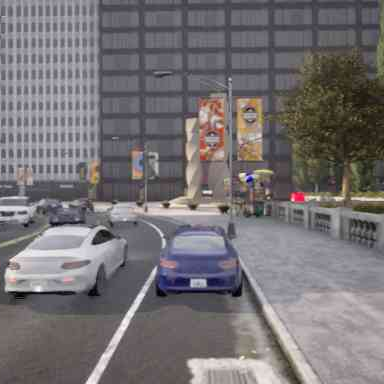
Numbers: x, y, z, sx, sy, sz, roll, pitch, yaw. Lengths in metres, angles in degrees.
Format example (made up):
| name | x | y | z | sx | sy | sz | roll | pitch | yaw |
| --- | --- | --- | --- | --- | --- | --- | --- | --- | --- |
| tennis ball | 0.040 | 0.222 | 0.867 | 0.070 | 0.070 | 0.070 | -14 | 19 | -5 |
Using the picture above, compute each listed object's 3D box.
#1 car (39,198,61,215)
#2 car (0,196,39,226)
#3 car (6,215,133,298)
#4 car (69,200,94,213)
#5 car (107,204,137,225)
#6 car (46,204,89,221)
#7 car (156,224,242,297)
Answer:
| name | x | y | z | sx | sy | sz | roll | pitch | yaw |
| --- | --- | --- | --- | --- | --- | --- | --- | --- | --- |
| car | -15.874 | 1.503 | 36.602 | 2.097 | 1.767 | 4.553 | 0 | 0 | -38 |
| car | -12.151 | 1.330 | 22.891 | 2.150 | 2.045 | 5.566 | 0 | 0 | -20 |
| car | -2.886 | 1.557 | 8.509 | 1.812 | 1.442 | 4.674 | 0 | 0 | -1 |
| car | -12.991 | 1.647 | 38.616 | 1.837 | 1.490 | 4.892 | 0 | 0 | -38 |
| car | -5.143 | 1.599 | 24.164 | 1.812 | 1.442 | 4.674 | 0 | 0 | -17 |
| car | -8.074 | 1.685 | 21.923 | 1.895 | 1.301 | 4.718 | 0 | 0 | -16 |
| car | 0.188 | 1.541 | 8.512 | 1.812 | 1.442 | 4.674 | 0 | 0 | 2 |
